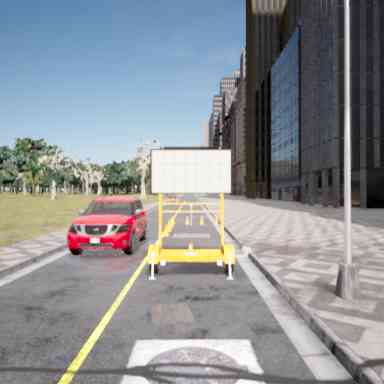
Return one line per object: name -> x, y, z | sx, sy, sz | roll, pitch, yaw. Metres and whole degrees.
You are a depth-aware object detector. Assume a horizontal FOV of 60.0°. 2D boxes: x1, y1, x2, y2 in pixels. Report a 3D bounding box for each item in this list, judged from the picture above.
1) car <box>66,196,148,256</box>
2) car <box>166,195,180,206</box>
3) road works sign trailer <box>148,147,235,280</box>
car -> -3.128, 1.215, 13.457 | 2.150, 2.045, 5.566 | 0, 0, 0
car -> -3.195, 1.332, 55.831 | 2.097, 1.767, 4.553 | 0, 0, 0
road works sign trailer -> -0.020, 0.459, 9.932 | 2.380, 3.560, 2.880 | 0, 0, 0
